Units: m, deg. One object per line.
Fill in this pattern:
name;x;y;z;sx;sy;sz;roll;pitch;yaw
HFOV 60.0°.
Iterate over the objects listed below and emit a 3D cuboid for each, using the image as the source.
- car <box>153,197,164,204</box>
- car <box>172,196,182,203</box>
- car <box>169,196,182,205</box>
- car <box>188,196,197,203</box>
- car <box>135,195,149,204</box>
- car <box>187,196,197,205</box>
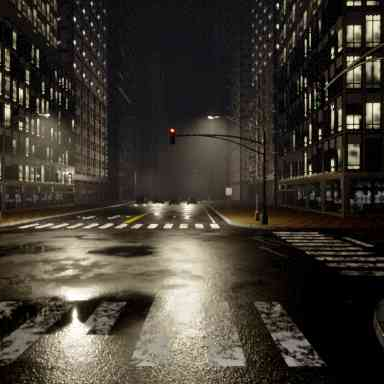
car;-6.432;1.680;64.315;1.994;1.385;4.181;0;0;0
car;-3.176;1.523;70.145;1.994;1.385;4.181;0;0;0
car;-3.187;1.647;59.727;2.033;1.411;5.357;0;0;0
car;0.075;1.583;70.588;1.895;1.301;4.718;0;0;0
car;-9.682;1.468;64.349;2.097;1.767;4.553;0;0;0
car;0.064;1.648;60.140;2.033;1.411;5.357;0;0;0
